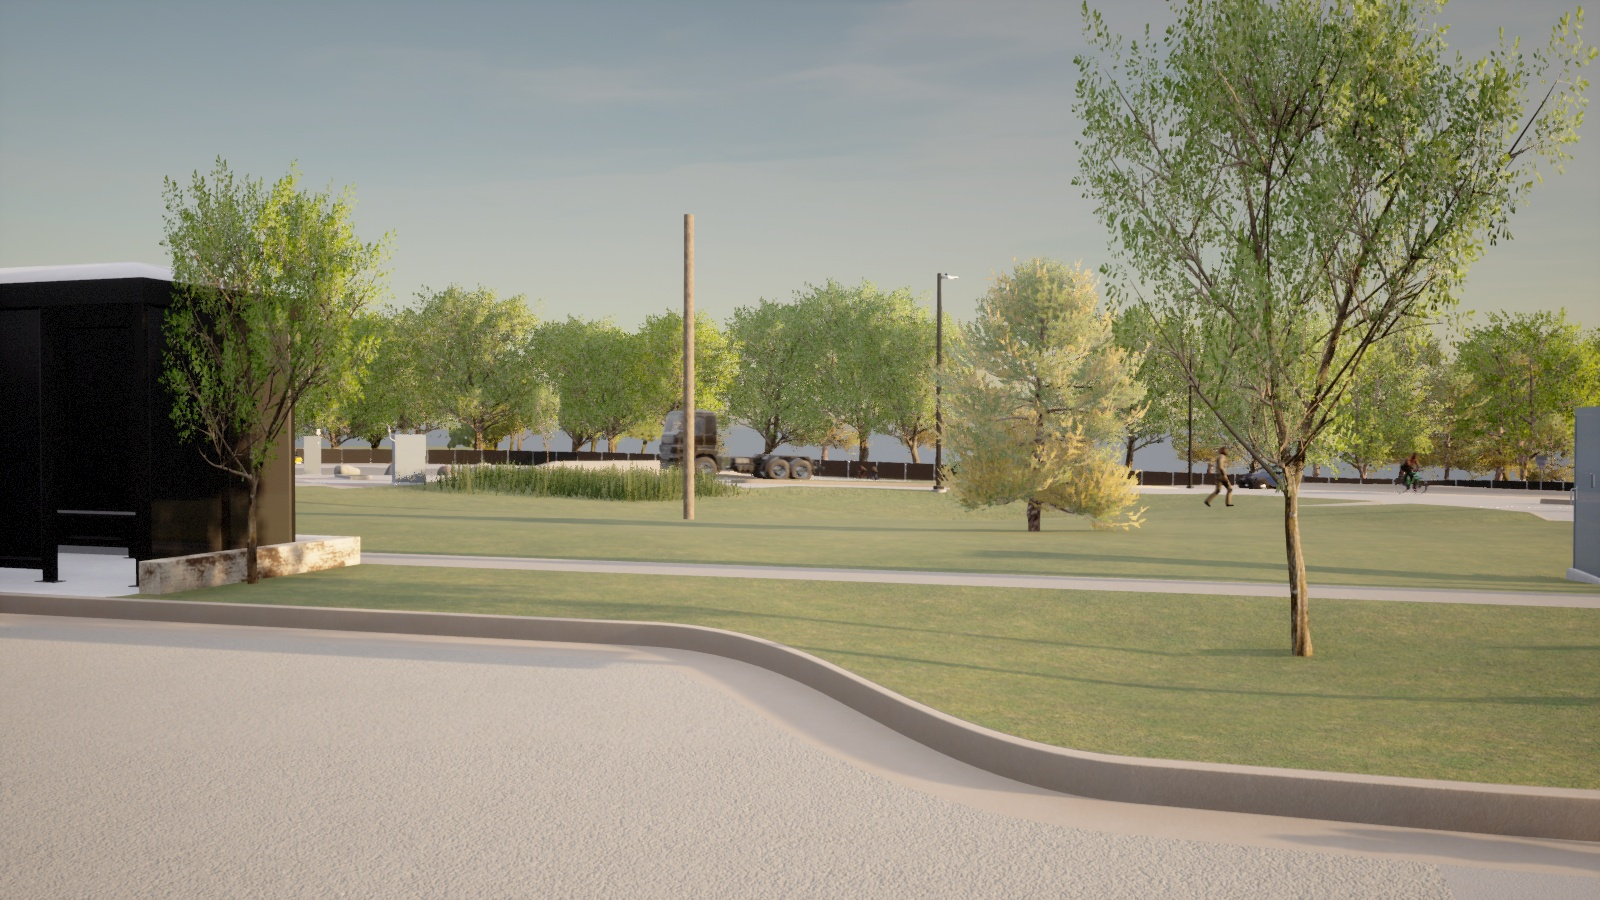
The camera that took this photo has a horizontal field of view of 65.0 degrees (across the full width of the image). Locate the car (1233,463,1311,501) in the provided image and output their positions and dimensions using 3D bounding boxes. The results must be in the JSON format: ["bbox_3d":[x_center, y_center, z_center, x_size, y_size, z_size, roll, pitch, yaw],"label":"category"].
[{"bbox_3d":[27.710,1.915,73.745,3.866,1.878,1.905,4,-5,-13],"label":"car"}]

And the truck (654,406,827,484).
[{"bbox_3d":[-2.962,-0.245,62.665,7.936,3.462,2.891,3,0,-20],"label":"truck"}]

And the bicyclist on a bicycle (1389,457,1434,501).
[{"bbox_3d":[23.432,1.091,48.139,0.582,1.620,1.656,1,1,-14],"label":"bicyclist on a bicycle"}]

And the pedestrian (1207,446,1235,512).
[{"bbox_3d":[12.366,0.846,36.871,0.692,1.930,0.396,1,1,11],"label":"pedestrian"}]
